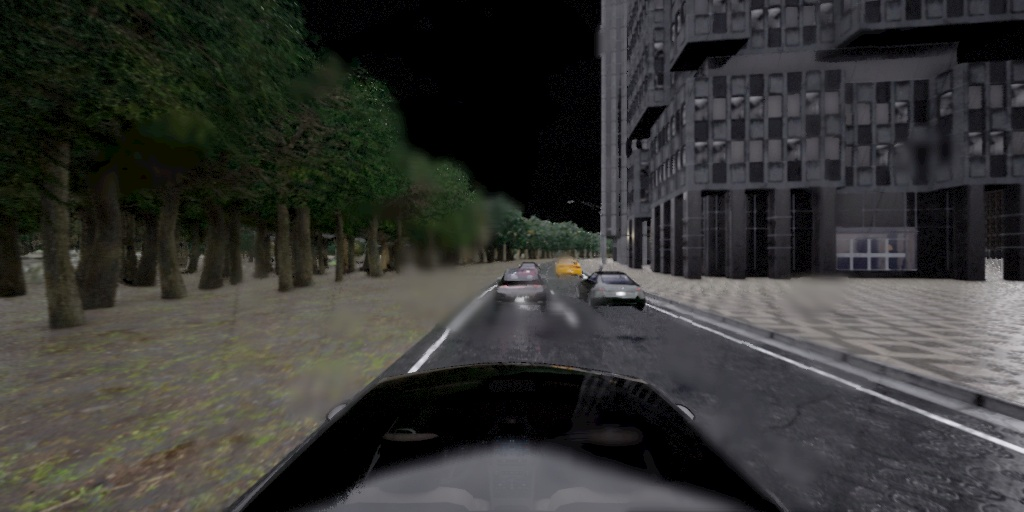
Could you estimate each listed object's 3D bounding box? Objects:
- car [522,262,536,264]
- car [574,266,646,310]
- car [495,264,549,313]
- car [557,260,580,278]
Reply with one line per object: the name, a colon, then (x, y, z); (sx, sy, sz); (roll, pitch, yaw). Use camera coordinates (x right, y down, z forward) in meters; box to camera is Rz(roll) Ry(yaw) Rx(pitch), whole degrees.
car: (1.486, 1.206, 31.007); (1.994, 1.385, 4.181); (0, 0, 5)
car: (3.931, 1.300, 14.689); (1.994, 1.385, 4.181); (0, 0, 2)
car: (0.395, 1.226, 13.984); (2.128, 1.511, 4.902); (0, 0, 2)
car: (5.092, 1.111, 32.102); (1.882, 1.535, 5.008); (0, 0, 5)
